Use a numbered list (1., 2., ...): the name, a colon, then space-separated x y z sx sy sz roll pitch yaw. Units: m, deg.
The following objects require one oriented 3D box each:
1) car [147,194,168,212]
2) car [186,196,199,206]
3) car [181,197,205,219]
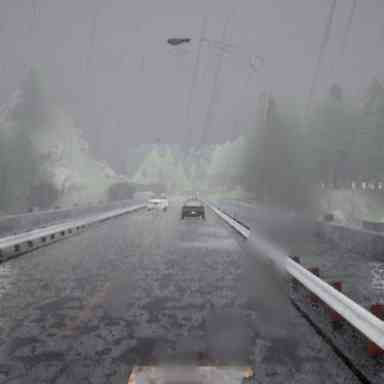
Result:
1. car: -4.070 1.232 40.268 2.150 2.045 5.566 0 0 0
2. car: 0.094 1.512 56.775 2.128 1.511 4.902 0 0 0
3. car: 0.100 1.488 29.055 1.882 1.535 5.008 0 0 0
